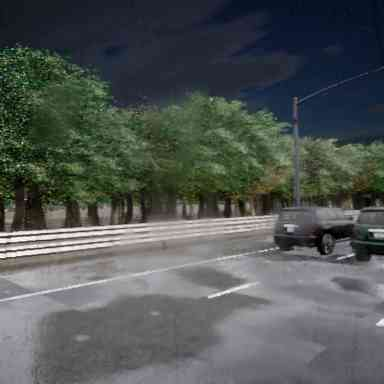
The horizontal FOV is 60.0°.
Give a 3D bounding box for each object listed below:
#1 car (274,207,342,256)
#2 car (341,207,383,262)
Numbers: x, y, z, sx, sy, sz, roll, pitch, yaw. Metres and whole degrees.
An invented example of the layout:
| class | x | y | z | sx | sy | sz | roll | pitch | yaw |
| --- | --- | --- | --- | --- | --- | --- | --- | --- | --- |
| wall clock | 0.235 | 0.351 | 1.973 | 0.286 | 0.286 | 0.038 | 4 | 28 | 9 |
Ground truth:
| class | x | y | z | sx | sy | sz | roll | pitch | yaw |
| --- | --- | --- | --- | --- | --- | --- | --- | --- | --- |
| car | 6.081 | 1.701 | 15.716 | 5.566 | 2.045 | 2.150 | 1 | -3 | -43 |
| car | 8.167 | 1.565 | 12.873 | 5.566 | 2.045 | 2.150 | 1 | -3 | -43 |
